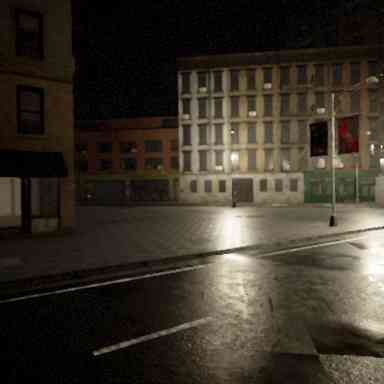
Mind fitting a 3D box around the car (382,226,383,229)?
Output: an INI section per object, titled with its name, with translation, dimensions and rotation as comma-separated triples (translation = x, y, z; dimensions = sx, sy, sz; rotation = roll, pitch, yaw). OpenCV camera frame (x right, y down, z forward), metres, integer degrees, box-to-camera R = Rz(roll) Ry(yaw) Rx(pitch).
[car]
translation = 10.791, 1.407, 15.361
dimensions = 4.718, 1.301, 1.895
rotation = -1, 0, -35
